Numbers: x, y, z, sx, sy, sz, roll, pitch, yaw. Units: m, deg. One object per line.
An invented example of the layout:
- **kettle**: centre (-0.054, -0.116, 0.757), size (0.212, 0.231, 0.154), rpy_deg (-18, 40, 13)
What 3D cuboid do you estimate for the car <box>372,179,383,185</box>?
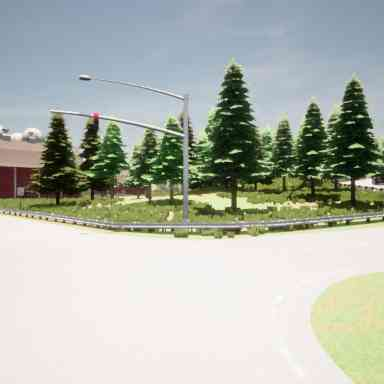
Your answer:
- **car**: centre (29.087, -1.912, 51.437), size (1.837, 1.490, 4.892), rpy_deg (0, 5, 21)
